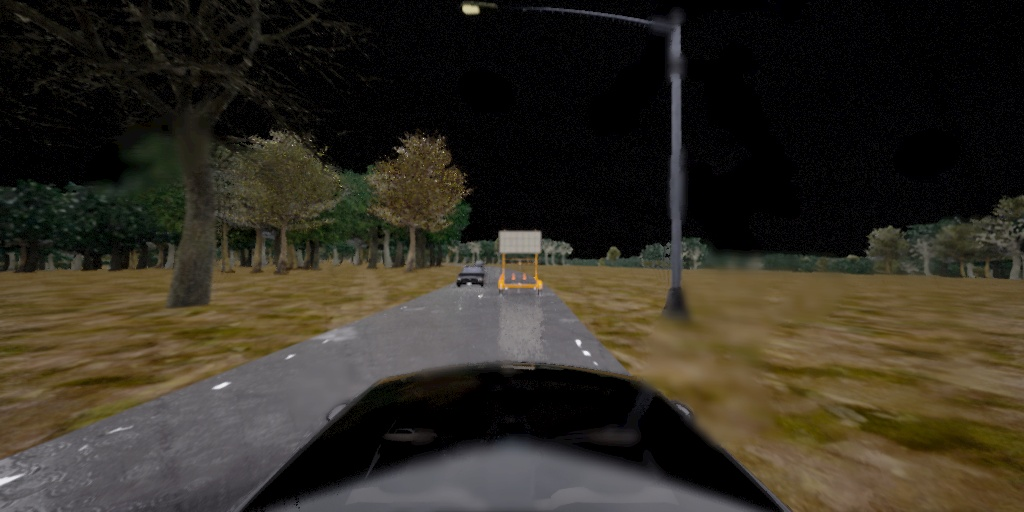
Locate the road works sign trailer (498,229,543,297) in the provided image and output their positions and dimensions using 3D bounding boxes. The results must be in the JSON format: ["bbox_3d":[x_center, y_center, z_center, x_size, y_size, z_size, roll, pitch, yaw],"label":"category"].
[{"bbox_3d":[0.441,0.300,19.788,2.380,3.560,2.880,0,0,0],"label":"road works sign trailer"}]

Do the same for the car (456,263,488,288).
[{"bbox_3d":[-2.714,1.402,25.319,2.033,1.411,5.357,0,0,0],"label":"car"}]
